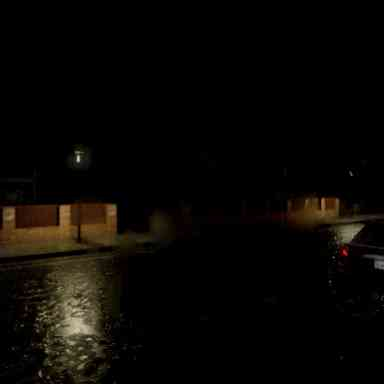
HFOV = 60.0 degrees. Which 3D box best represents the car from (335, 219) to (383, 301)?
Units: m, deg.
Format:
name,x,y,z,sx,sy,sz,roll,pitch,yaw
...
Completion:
name,x,y,z,sx,sy,sz,roll,pitch,yaw
car,5.130,1.317,7.132,4.553,1.767,2.097,0,0,-35
